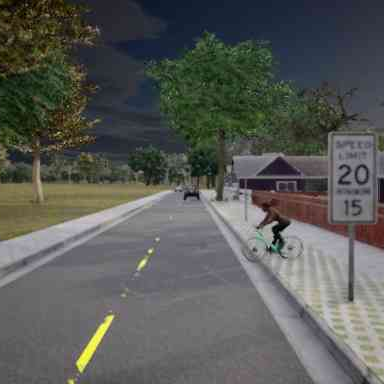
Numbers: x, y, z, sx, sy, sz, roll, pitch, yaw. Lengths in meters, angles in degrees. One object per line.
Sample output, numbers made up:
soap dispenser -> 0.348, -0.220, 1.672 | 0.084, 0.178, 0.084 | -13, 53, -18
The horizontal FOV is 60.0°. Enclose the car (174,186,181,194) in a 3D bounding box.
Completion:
car -> -2.804, -0.504, 69.587 | 1.882, 1.535, 5.008 | 0, 2, 0

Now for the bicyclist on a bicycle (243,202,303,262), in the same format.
bicyclist on a bicycle -> 2.168, 1.080, 9.000 | 1.656, 1.620, 0.582 | -3, 1, 0

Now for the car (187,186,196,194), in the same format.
car -> -0.053, -0.414, 68.833 | 1.882, 1.535, 5.008 | 0, 2, 0

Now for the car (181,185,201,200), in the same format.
car -> -0.010, -0.001, 46.142 | 2.150, 2.045, 5.566 | 0, 2, 0
